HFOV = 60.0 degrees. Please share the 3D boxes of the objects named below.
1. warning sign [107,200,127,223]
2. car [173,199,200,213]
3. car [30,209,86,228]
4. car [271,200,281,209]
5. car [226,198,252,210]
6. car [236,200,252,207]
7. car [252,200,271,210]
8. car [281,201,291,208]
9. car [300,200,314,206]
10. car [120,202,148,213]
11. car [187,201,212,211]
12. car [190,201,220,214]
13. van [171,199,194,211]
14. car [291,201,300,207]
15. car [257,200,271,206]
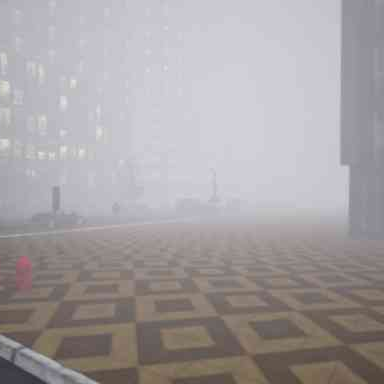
[{"bbox_3d":[-6.504,1.683,28.685,1.300,1.860,1.060,1,1,35],"label":"warning sign"},{"bbox_3d":[0.034,1.946,46.950,2.150,2.045,5.566,0,0,35],"label":"car"},{"bbox_3d":[-10.629,2.063,26.728,2.008,1.369,4.403,0,-1,35],"label":"car"},{"bbox_3d":[15.046,2.541,63.851,1.802,1.307,4.206,0,-1,35],"label":"car"},{"bbox_3d":[7.984,2.081,58.395,2.150,2.045,5.566,0,0,35],"label":"car"},{"bbox_3d":[11.391,2.542,73.270,1.802,1.307,4.206,0,-1,35],"label":"car"},{"bbox_3d":[11.823,2.470,59.220,1.947,1.339,4.313,0,-1,35],"label":"car"},{"bbox_3d":[18.269,2.455,68.484,1.967,1.590,4.097,0,-1,35],"label":"car"},{"bbox_3d":[27.937,2.745,82.378,1.947,1.339,4.313,0,-1,35],"label":"car"},{"bbox_3d":[-7.941,2.067,45.490,1.967,1.590,4.097,0,-1,35],"label":"car"},{"bbox_3d":[1.294,2.292,54.074,1.812,1.442,4.674,0,-1,35],"label":"car"},{"bbox_3d":[2.155,2.303,45.325,1.947,1.339,4.313,0,-1,35],"label":"car"},{"bbox_3d":[-1.498,2.080,54.752,1.690,1.788,3.998,0,-1,35],"label":"van"},{"bbox_3d":[21.491,2.636,73.114,1.947,1.339,4.313,0,-1,35],"label":"car"},{"bbox_3d":[17.834,2.636,82.531,1.947,1.339,4.313,0,-1,35],"label":"car"}]
